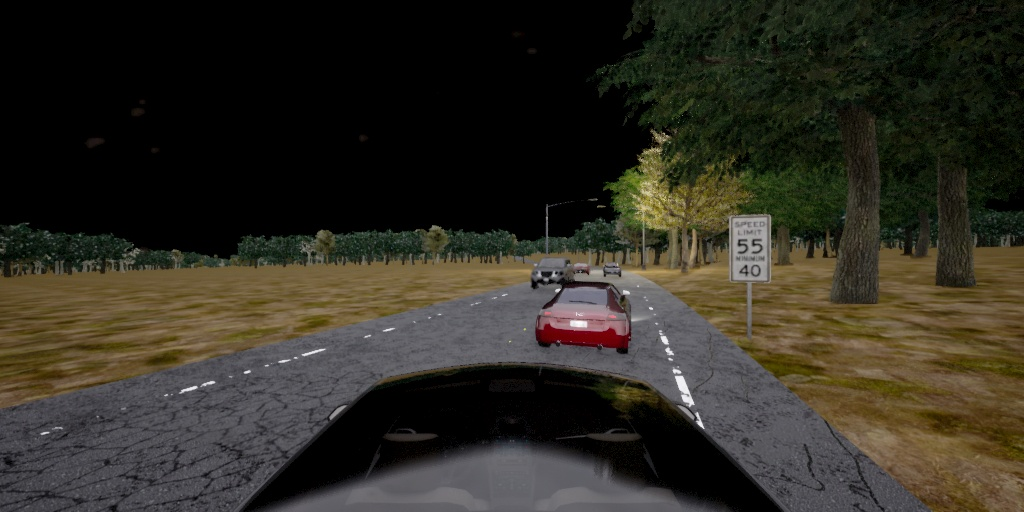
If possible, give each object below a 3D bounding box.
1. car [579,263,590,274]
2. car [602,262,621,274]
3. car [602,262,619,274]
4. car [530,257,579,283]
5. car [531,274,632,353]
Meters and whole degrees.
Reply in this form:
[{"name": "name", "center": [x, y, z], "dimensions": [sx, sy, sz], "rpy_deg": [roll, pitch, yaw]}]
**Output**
[{"name": "car", "center": [8.505, 1.546, 43.732], "dimensions": [1.882, 1.535, 5.008], "rpy_deg": [0, -1, 14]}, {"name": "car", "center": [11.093, 1.519, 39.657], "dimensions": [2.128, 1.511, 4.902], "rpy_deg": [0, -1, 15]}, {"name": "car", "center": [13.612, 1.629, 49.765], "dimensions": [2.128, 1.511, 4.902], "rpy_deg": [0, -1, 14]}, {"name": "car", "center": [2.819, 1.074, 23.786], "dimensions": [2.150, 2.045, 5.566], "rpy_deg": [0, -1, 17]}, {"name": "car", "center": [1.960, 1.326, 9.031], "dimensions": [1.994, 1.385, 4.181], "rpy_deg": [0, 0, 18]}]
